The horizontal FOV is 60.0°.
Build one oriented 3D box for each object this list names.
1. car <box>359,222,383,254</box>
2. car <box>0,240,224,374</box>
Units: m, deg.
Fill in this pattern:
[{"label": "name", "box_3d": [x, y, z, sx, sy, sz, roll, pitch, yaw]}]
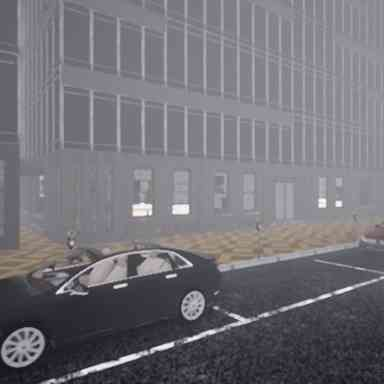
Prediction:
[{"label": "car", "box_3d": [7.800, 1.570, 12.141, 4.206, 1.307, 1.802, 0, 0, -36]}, {"label": "car", "box_3d": [-1.461, 1.549, 5.520, 4.403, 1.369, 2.008, 0, 0, -36]}]
